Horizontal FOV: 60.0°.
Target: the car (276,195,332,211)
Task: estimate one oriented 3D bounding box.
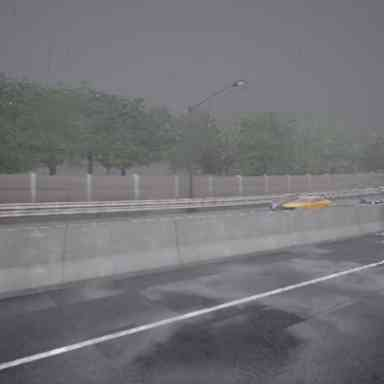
[{"bbox_3d":[9.763,1.123,28.137,5.008,1.535,1.882,-2,1,-35],"label":"car"}]

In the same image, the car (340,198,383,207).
[{"bbox_3d":[13.986,1.168,26.849,4.718,1.301,1.895,-2,1,-35],"label":"car"}]

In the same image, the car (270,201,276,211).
[{"bbox_3d":[9.625,1.069,32.334,4.902,1.511,2.128,-2,1,-35],"label":"car"}]
